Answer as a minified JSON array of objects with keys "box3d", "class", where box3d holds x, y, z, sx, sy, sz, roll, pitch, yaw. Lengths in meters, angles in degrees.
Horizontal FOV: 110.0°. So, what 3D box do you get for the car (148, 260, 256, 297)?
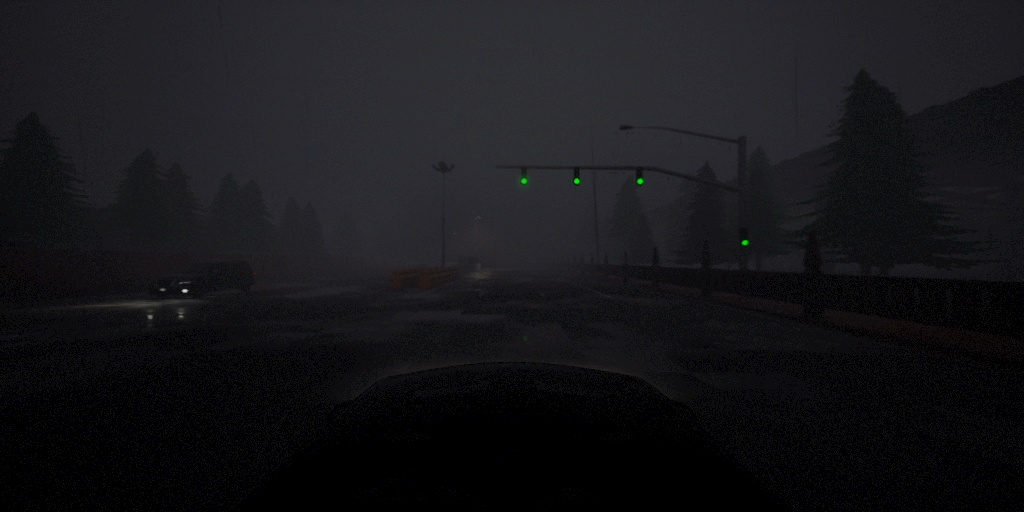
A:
[{"box3d":[-17.505,1.300,20.720,2.150,2.045,5.566,0,1,0],"class":"car"}]
